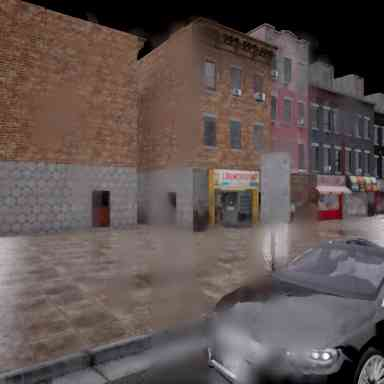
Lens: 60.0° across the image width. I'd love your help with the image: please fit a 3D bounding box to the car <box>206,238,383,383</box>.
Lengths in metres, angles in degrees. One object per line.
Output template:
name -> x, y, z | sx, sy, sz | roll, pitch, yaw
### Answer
car -> 2.430, 1.492, 4.815 | 4.902, 1.511, 2.128 | 0, 0, -36
